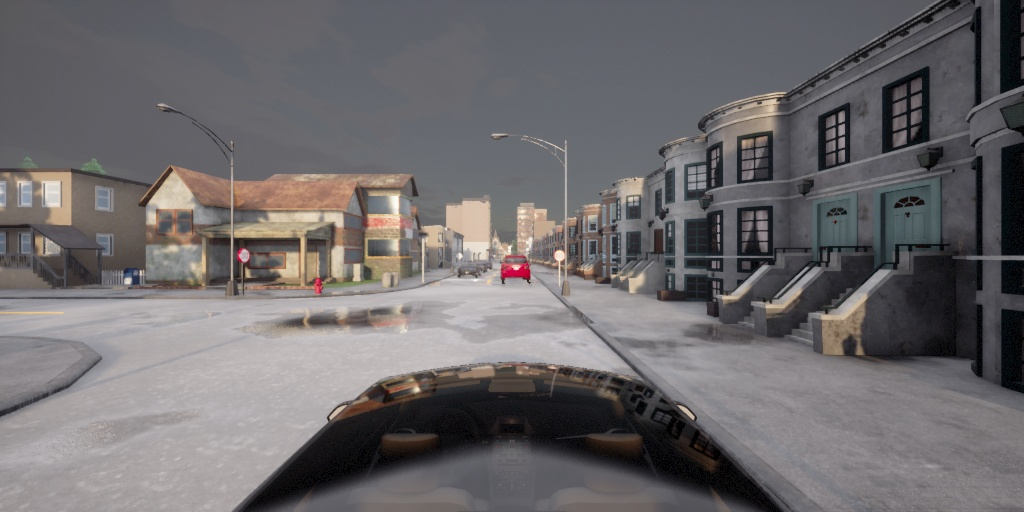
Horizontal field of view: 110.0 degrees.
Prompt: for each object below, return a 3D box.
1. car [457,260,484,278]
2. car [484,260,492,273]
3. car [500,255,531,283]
[{"bbox_3d":[-4.025,1.255,34.189,1.837,1.490,4.892,0,0,0],"label":"car"},{"bbox_3d":[-3.993,1.241,43.563,2.128,1.511,4.902,0,0,0],"label":"car"},{"bbox_3d":[0.238,0.973,27.918,2.150,2.045,5.566,0,0,-1],"label":"car"}]
